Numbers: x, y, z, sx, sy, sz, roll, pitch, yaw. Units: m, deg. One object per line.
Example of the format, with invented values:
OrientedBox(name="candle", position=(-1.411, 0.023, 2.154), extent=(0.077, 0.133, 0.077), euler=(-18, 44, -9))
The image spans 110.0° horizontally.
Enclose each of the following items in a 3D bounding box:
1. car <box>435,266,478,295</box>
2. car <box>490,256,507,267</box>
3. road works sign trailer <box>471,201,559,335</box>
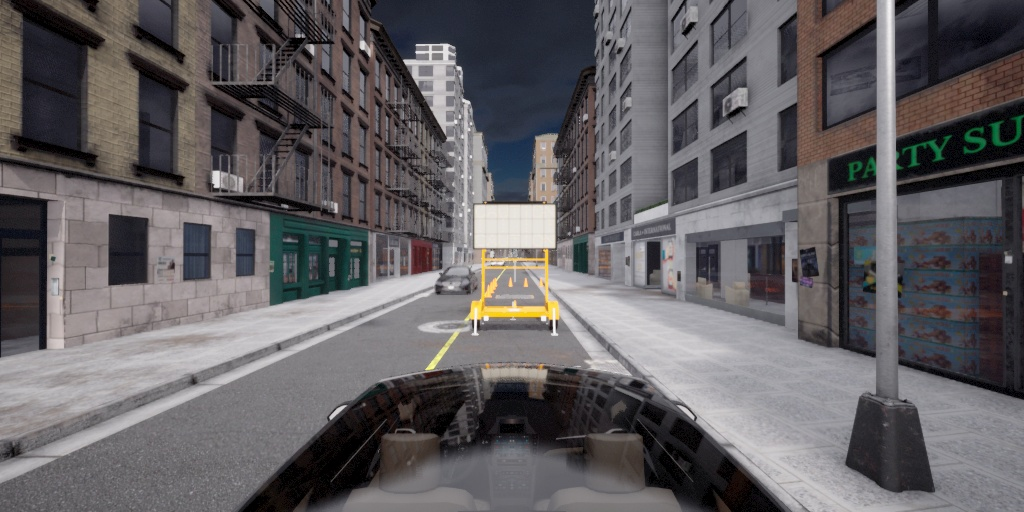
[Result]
OrientedBox(name="car", position=(-2.948, 1.273, 19.763), extent=(1.812, 1.442, 4.674), euler=(0, 0, 0))
OrientedBox(name="car", position=(-2.568, 0.945, 63.270), extent=(2.150, 2.045, 5.566), euler=(0, 0, 1))
OrientedBox(name="road works sign trailer", position=(0.085, 0.214, 10.442), extent=(2.380, 3.560, 2.880), euler=(0, 0, 1))
